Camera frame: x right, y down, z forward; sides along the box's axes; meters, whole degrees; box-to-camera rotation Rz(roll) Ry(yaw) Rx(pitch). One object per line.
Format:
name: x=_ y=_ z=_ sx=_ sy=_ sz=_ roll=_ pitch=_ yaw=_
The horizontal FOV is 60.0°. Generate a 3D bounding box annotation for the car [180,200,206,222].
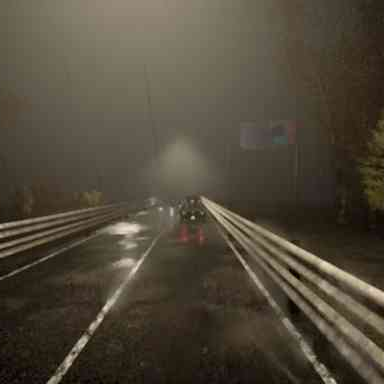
car: x=0.068 y=1.513 z=25.569 sx=1.895 sy=1.301 sz=4.718 roll=0 pitch=0 yaw=0

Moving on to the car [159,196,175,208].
car: x=-3.354 y=1.351 z=45.181 sx=1.837 sy=1.490 sz=4.892 roll=0 pitch=0 yaw=0

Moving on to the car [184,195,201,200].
car: x=0.041 y=1.208 z=42.028 sx=2.097 sy=1.767 sz=4.553 roll=0 pitch=0 yaw=0
